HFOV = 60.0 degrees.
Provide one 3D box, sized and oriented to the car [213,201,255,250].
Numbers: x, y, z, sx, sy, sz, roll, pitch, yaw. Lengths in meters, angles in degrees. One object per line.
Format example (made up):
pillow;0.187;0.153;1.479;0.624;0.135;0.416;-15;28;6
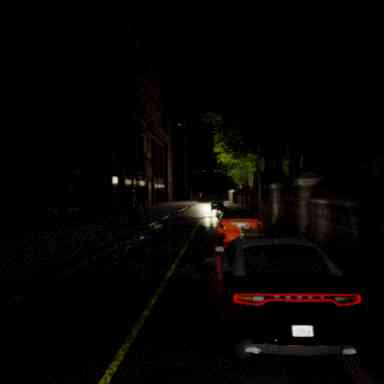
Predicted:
car;2.217;1.499;16.385;2.097;1.767;4.553;-1;-1;4

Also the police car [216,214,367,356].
police car;1.505;1.479;6.550;1.930;1.638;5.238;-1;-1;4

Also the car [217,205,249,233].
car;2.656;1.706;22.397;1.837;1.490;4.892;-1;-1;4

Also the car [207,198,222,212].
car;3.447;1.866;45.399;2.128;1.511;4.902;-1;0;5
